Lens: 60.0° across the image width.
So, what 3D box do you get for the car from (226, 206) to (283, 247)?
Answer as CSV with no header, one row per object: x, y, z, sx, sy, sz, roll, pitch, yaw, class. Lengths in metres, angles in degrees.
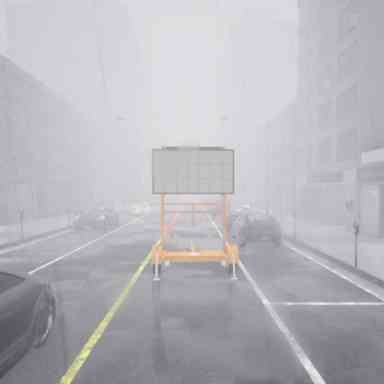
2.769,1.550,14.790,2.008,1.369,4.403,-1,0,0,car

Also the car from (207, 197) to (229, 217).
2.787,1.445,31.306,1.967,1.590,4.097,-1,0,0,car

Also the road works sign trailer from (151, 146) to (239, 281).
0.035,0.463,9.897,2.380,3.560,2.880,0,0,-2,road works sign trailer

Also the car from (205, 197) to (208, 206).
2.795,1.552,36.811,1.887,1.381,4.507,-1,0,0,car

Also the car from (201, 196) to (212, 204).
2.828,1.572,64.337,1.887,1.381,4.507,-1,0,0,car

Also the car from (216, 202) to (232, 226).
2.775,1.545,20.296,1.887,1.381,4.507,-1,0,0,car

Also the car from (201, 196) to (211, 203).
2.834,1.577,69.842,1.887,1.381,4.507,-1,0,0,car

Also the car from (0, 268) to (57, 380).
-3.097,1.563,3.492,1.994,1.385,4.181,0,0,0,car

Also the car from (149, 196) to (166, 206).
-5.712,1.458,53.337,1.967,1.590,4.097,-1,0,0,car

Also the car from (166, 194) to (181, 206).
-3.016,1.241,56.796,2.150,2.045,5.566,0,0,0,car

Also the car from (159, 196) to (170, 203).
-5.691,1.577,69.853,1.887,1.381,4.507,-1,0,0,car

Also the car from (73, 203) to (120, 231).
-5.751,1.440,20.306,1.967,1.590,4.097,-1,0,0,car

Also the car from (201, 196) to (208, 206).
2.815,1.584,53.327,1.947,1.339,4.313,-1,0,0,car

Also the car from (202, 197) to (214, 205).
2.821,1.567,58.831,1.887,1.381,4.507,-1,0,0,car

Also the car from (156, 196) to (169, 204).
-5.697,1.578,64.347,2.008,1.369,4.403,-1,0,0,car

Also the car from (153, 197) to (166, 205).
-5.704,1.588,58.842,1.947,1.339,4.313,-1,0,0,car
